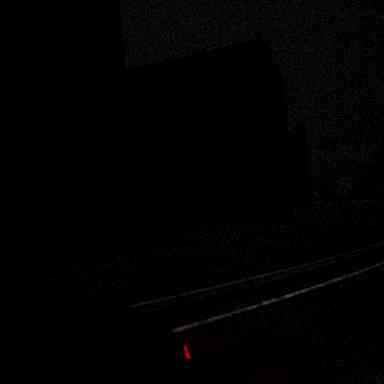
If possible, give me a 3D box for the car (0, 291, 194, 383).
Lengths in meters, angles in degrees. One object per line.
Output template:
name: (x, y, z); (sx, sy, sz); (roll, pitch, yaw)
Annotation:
car: (-1.975, 1.565, 2.366); (4.181, 1.385, 1.994); (0, 0, -36)
